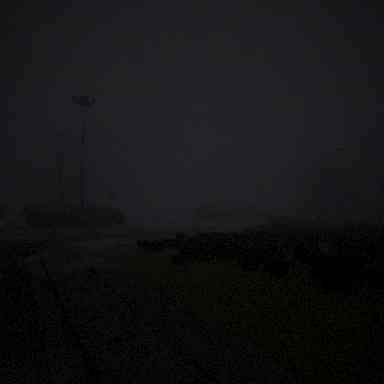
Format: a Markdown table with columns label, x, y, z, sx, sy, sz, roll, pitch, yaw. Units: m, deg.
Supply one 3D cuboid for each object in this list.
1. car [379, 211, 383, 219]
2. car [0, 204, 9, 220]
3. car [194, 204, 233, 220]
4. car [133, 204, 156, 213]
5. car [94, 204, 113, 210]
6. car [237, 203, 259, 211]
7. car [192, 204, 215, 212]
| label | x | y | z | sx | sy | sz | roll | pitch | yaw |
| --- | --- | --- | --- | --- | --- | --- | --- | --- | --- |
| car | 20.823 | 2.597 | 33.121 | 4.611 | 1.667 | 2.242 | 1 | -2 | -28 |
| car | -20.948 | 2.247 | 35.405 | 1.895 | 1.301 | 4.718 | 1 | -2 | -28 |
| car | 2.488 | 2.338 | 39.112 | 4.605 | 1.855 | 1.932 | 1 | -2 | -28 |
| car | -8.409 | 2.877 | 58.769 | 3.905 | 1.438 | 1.784 | 1 | -2 | -28 |
| car | -15.885 | 2.791 | 58.878 | 4.674 | 1.442 | 1.812 | 0 | -2 | 38 |
| car | 9.264 | 2.788 | 54.389 | 3.866 | 1.878 | 1.905 | 1 | -2 | -28 |
| car | 2.323 | 3.167 | 65.957 | 4.193 | 1.474 | 1.816 | 1 | -2 | -28 |
